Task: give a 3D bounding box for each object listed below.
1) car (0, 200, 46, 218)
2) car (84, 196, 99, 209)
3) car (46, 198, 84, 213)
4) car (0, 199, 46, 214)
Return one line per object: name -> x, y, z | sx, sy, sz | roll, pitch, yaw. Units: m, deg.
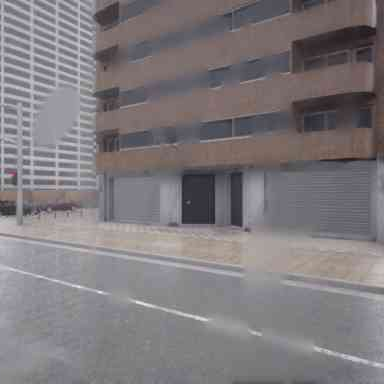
car -> -16.171, 1.477, 29.768 | 1.882, 1.535, 5.008 | 0, 0, 37
car -> -13.839, 1.564, 45.606 | 1.994, 1.385, 4.181 | 0, 0, 35
car -> -15.161, 1.477, 37.566 | 1.882, 1.535, 5.008 | 0, 0, 35
car -> -19.532, 1.547, 37.405 | 2.033, 1.411, 5.357 | 0, 0, 35
